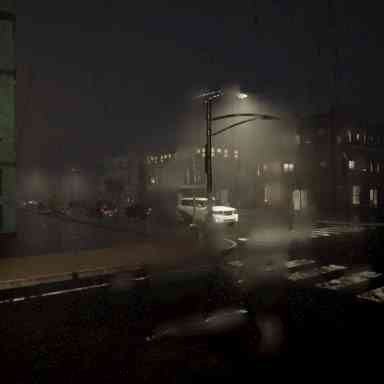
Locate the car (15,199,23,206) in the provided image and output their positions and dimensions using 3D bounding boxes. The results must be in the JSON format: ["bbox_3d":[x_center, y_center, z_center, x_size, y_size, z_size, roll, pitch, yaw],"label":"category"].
[{"bbox_3d":[-38.208,2.379,75.099,1.967,1.590,4.097,-1,0,-36],"label":"car"}]

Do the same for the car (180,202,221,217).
[{"bbox_3d":[0.801,1.809,34.947,2.008,1.369,4.403,-2,0,-36],"label":"car"}]

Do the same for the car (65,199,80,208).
[{"bbox_3d":[-21.454,2.229,61.637,1.994,1.385,4.181,-1,0,-36],"label":"car"}]

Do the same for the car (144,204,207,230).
[{"bbox_3d":[-1.262,1.814,23.215,1.947,1.339,4.313,-2,0,-36],"label":"car"}]

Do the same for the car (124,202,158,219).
[{"bbox_3d":[-4.995,1.886,33.112,2.033,1.411,5.357,-1,0,-36],"label":"car"}]

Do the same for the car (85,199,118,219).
[{"bbox_3d":[-9.237,1.846,34.574,1.967,1.590,4.097,-1,0,-36],"label":"car"}]

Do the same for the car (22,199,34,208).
[{"bbox_3d":[-31.768,2.375,66.094,2.008,1.369,4.403,-1,0,-36],"label":"car"}]

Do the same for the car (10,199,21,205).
[{"bbox_3d":[-44.644,2.597,84.104,1.887,1.381,4.507,-1,0,-36],"label":"car"}]

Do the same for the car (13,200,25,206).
[{"bbox_3d":[-41.425,2.547,79.603,2.008,1.369,4.403,-1,0,-36],"label":"car"}]

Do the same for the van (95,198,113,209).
[{"bbox_3d":[-15.299,1.906,57.460,1.690,1.788,3.998,-1,0,-36],"label":"van"}]

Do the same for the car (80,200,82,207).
[{"bbox_3d":[-18.519,1.939,61.963,2.192,1.841,5.009,-1,0,-36],"label":"car"}]

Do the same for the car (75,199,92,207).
[{"bbox_3d":[-21.733,2.227,66.466,1.887,1.381,4.507,-1,0,-36],"label":"car"}]

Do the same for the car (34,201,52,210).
[{"bbox_3d":[-25.231,2.232,56.950,1.752,1.417,4.829,-1,0,-36],"label":"car"}]

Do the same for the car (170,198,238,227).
[{"bbox_3d":[0.956,1.442,24.784,2.150,2.045,5.566,-1,0,-35],"label":"car"}]

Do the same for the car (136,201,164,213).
[{"bbox_3d":[-5.636,1.966,43.952,1.802,1.307,4.206,-2,0,-36],"label":"car"}]

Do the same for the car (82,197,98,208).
[{"bbox_3d":[-15.393,2.032,53.157,1.882,1.535,5.008,-1,0,-35],"label":"car"}]
